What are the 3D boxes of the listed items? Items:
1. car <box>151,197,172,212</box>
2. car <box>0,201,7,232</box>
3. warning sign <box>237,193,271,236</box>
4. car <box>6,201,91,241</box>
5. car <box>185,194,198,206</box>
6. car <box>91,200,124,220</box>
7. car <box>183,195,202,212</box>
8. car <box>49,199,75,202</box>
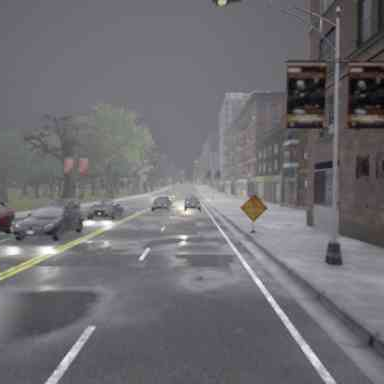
[{"bbox_3d":[-3.194,1.275,35.124,2.033,1.411,5.357,0,0,0],"label":"car"},{"bbox_3d":[-9.864,1.193,14.827,2.097,1.767,4.553,0,0,0],"label":"car"},{"bbox_3d":[2.857,1.016,15.413,1.300,1.860,1.060,2,2,0],"label":"warning sign"},{"bbox_3d":[-6.619,1.375,15.947,1.812,1.442,4.674,0,0,0],"label":"car"},{"bbox_3d":[-0.039,1.138,47.779,1.837,1.490,4.892,0,1,0],"label":"car"},{"bbox_3d":[-6.605,1.344,25.811,1.994,1.385,4.181,0,0,1],"label":"car"},{"bbox_3d":[0.058,1.289,35.515,2.033,1.411,5.357,0,0,0],"label":"car"},{"bbox_3d":[-9.868,1.261,25.045,2.128,1.511,4.902,0,0,0],"label":"car"}]
